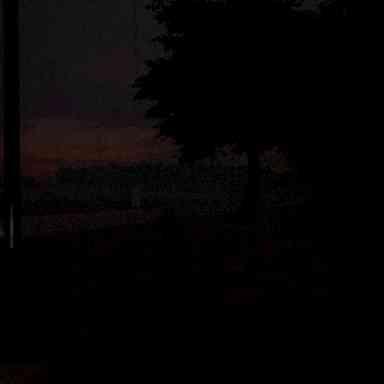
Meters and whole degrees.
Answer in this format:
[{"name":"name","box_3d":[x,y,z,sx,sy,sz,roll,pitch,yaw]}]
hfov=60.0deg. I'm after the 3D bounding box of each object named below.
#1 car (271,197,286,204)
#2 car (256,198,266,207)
[{"name":"car","box_3d":[17.006,1.666,65.201,2.033,1.411,5.357,3,1,29]},{"name":"car","box_3d":[10.453,1.611,53.828,1.812,1.442,4.674,3,1,31]}]
